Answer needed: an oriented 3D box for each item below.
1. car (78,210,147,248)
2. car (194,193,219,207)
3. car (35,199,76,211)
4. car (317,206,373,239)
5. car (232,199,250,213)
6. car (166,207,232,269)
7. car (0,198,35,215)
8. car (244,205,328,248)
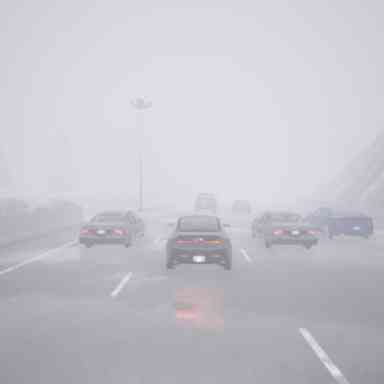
[{"bbox_3d":[-3.228,1.477,14.497,2.033,1.411,5.357,0,0,1],"label":"car"},{"bbox_3d":[1.524,1.093,34.217,2.150,2.045,5.566,0,0,6],"label":"car"},{"bbox_3d":[-12.948,1.371,31.888,2.033,1.411,5.357,0,0,5],"label":"car"},{"bbox_3d":[7.345,1.439,17.136,1.882,1.535,5.008,0,0,2],"label":"car"},{"bbox_3d":[5.221,1.445,35.463,1.994,1.385,4.181,0,0,7],"label":"car"},{"bbox_3d":[0.217,1.462,10.990,1.837,1.490,4.892,0,0,1],"label":"car"},{"bbox_3d":[-16.646,1.294,29.856,1.882,1.535,5.008,0,0,5],"label":"car"},{"bbox_3d":[3.772,1.505,14.490,2.033,1.411,5.357,0,0,1],"label":"car"}]
